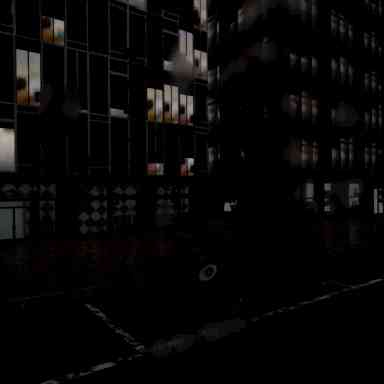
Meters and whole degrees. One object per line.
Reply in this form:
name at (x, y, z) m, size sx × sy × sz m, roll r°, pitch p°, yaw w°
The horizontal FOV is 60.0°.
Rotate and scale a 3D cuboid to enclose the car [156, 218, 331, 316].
car at (1.217, 1.439, 7.429) m, size 4.097 × 1.590 × 1.967 m, roll 0°, pitch -1°, yaw -35°
